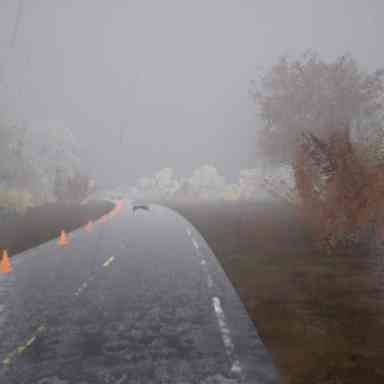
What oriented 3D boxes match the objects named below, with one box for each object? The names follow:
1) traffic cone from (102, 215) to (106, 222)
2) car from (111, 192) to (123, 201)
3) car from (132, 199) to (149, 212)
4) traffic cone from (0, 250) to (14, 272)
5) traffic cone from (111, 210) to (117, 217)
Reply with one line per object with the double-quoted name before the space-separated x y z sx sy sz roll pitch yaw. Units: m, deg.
"traffic cone" -6.423 1.907 24.263 0.340 0.580 0.340 0 0 -6
"car" -18.761 1.067 82.278 2.150 2.045 5.566 0 0 -20
"car" -5.941 1.466 38.379 2.033 1.411 5.357 0 0 -9
"traffic cone" -5.314 1.942 9.473 0.340 0.580 0.340 0 0 -3
"traffic cone" -6.995 1.896 29.174 0.340 0.580 0.340 0 0 -7
